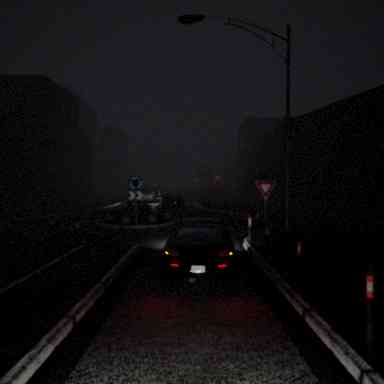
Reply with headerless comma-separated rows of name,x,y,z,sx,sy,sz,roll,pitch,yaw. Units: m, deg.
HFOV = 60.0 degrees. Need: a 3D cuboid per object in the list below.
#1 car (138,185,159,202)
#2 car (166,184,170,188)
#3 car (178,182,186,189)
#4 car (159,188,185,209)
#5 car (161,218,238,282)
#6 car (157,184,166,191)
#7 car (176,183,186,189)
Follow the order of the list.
car,-5.413,0.389,39.616,1.812,1.442,4.674,0,4,-1
car,-5.377,-0.854,64.376,2.128,1.511,4.902,0,3,0
car,-2.424,-1.607,82.087,1.882,1.535,5.008,0,2,0
car,-1.812,0.710,31.631,1.882,1.535,5.008,-1,2,-8
car,0.263,1.452,9.443,1.812,1.442,4.674,0,1,3
car,-5.413,-0.196,49.421,2.097,1.767,4.553,0,3,0
car,-2.393,-1.073,71.790,1.895,1.301,4.718,0,2,0
